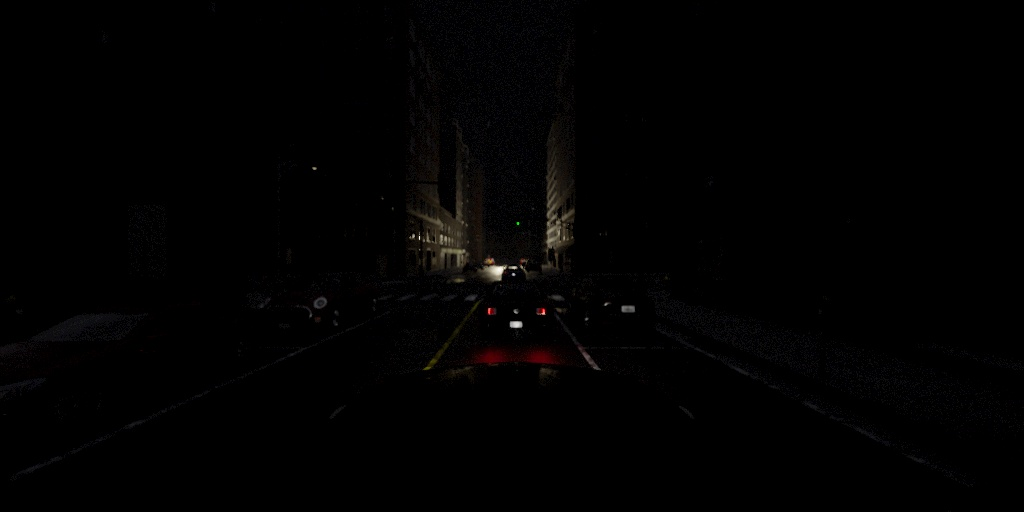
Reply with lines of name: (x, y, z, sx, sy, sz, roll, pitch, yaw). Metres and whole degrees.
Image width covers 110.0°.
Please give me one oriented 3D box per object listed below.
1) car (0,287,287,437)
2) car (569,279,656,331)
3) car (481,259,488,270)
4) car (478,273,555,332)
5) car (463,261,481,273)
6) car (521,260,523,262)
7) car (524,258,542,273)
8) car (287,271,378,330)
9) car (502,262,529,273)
car: (-5.664, 1.344, 5.412, 1.802, 1.307, 4.207, 0, 0, 0)
car: (2.869, 1.348, 10.902, 1.948, 1.339, 4.313, 0, 0, 0)
car: (-5.537, 1.549, 58.831, 2.007, 1.370, 4.403, 0, 0, 0)
car: (0.110, 1.383, 10.935, 1.895, 1.301, 4.718, 0, 0, 0)
car: (-5.572, 1.524, 48.015, 1.802, 1.307, 4.207, 0, 0, 0)
car: (2.988, 1.550, 58.808, 2.007, 1.370, 4.403, 0, 0, 0)
car: (2.953, 1.382, 47.991, 1.967, 1.591, 4.097, 0, 0, 0)
car: (-5.657, 1.221, 10.914, 1.967, 1.591, 4.097, 0, 0, 0)
car: (0.137, 1.489, 31.022, 1.994, 1.385, 4.181, 0, 0, 0)
